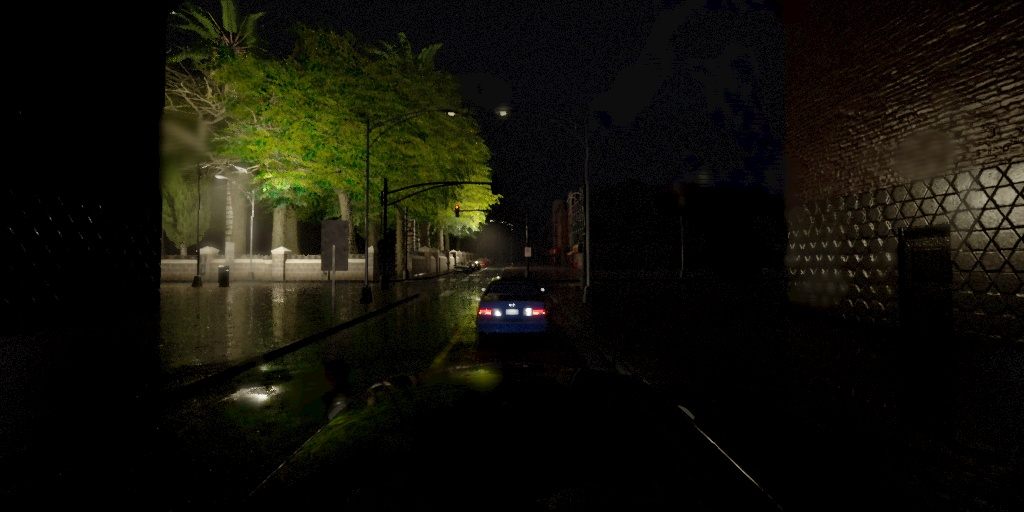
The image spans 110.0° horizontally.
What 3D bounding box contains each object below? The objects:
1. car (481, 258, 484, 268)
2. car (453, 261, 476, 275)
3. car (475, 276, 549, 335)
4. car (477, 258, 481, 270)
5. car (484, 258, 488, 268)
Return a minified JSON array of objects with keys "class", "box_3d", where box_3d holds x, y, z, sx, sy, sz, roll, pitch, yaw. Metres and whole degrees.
[{"class":"car","box_3d":[-5.560,1.371,52.441,1.948,1.339,4.313,0,0,0]},{"class":"car","box_3d":[-5.496,1.333,39.855,2.007,1.370,4.403,0,0,0]},{"class":"car","box_3d":[0.026,1.301,10.532,2.033,1.411,5.357,0,0,1]},{"class":"car","box_3d":[-5.521,1.345,46.991,2.007,1.370,4.403,0,0,0]},{"class":"car","box_3d":[-5.639,1.417,63.340,1.802,1.307,4.207,0,0,0]}]
